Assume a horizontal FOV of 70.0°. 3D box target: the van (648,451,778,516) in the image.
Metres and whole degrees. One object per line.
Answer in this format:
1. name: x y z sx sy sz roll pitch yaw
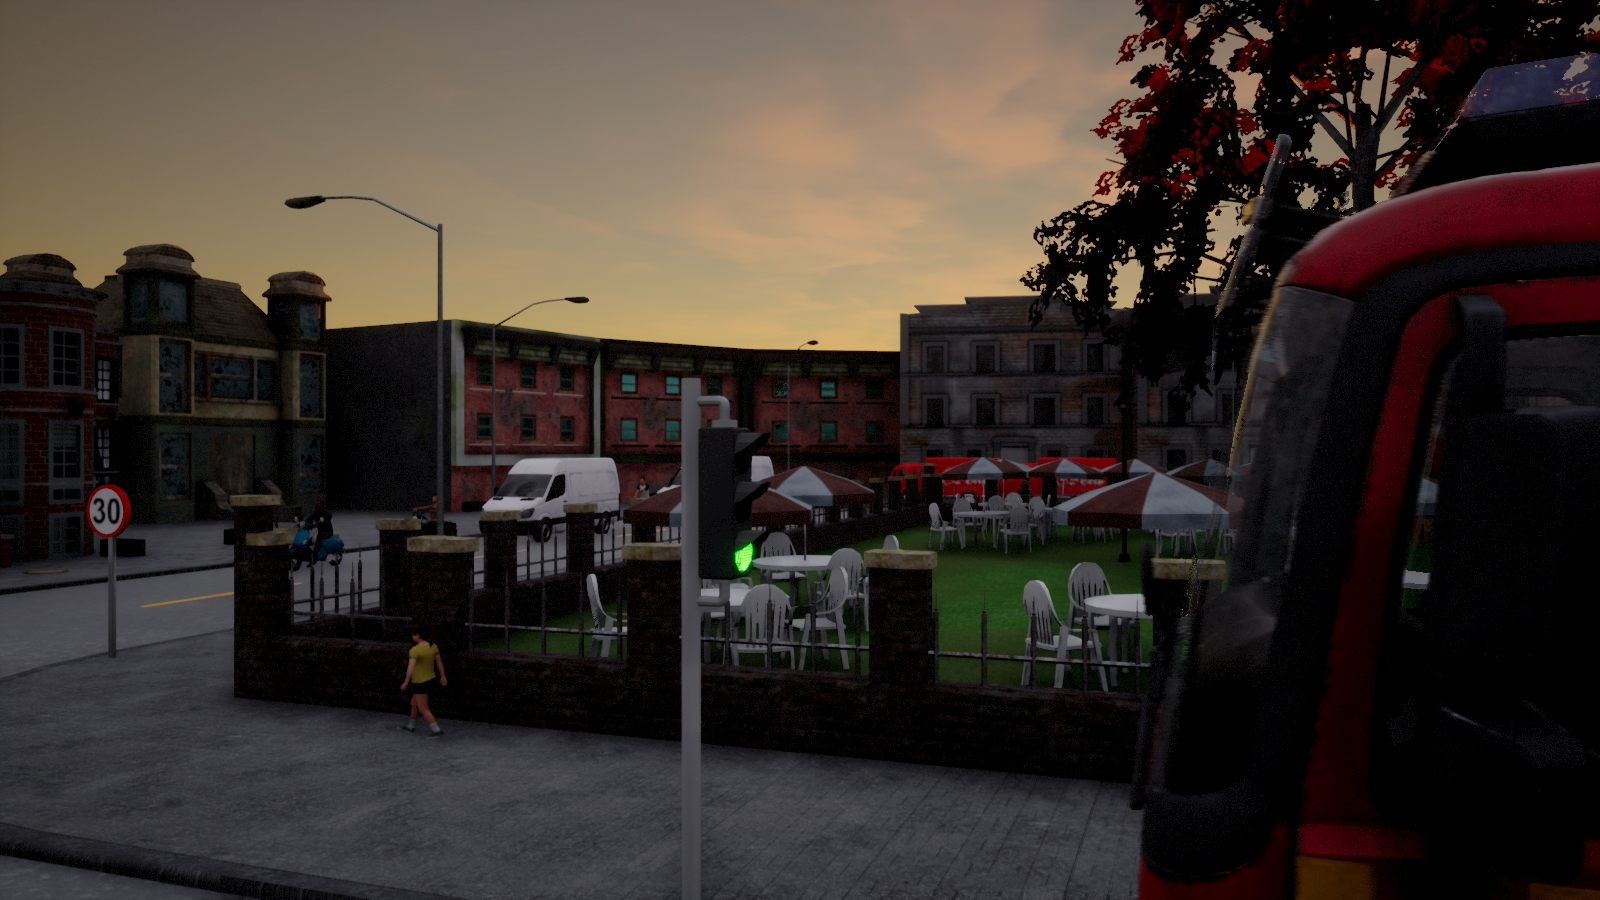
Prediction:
1. van: -3.575 1.316 48.190 1.988 2.561 5.915 0 0 39

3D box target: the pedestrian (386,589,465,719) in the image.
1. pedestrian: -3.511 1.896 10.718 0.500 1.100 0.500 0 0 20

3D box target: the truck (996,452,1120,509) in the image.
1. truck: 11.735 1.348 51.843 5.204 2.467 2.627 0 0 19

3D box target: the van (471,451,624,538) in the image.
1. van: -7.990 1.315 36.858 1.988 2.561 5.915 0 0 19

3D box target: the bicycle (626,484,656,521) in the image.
1. bicycle: -5.909 1.936 42.450 0.373 1.296 1.643 0 0 20

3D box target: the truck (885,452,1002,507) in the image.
1. truck: 6.742 1.350 53.338 5.204 2.467 2.627 0 0 12
